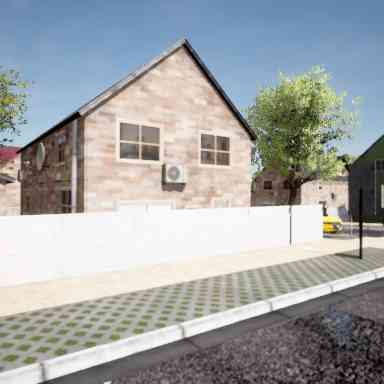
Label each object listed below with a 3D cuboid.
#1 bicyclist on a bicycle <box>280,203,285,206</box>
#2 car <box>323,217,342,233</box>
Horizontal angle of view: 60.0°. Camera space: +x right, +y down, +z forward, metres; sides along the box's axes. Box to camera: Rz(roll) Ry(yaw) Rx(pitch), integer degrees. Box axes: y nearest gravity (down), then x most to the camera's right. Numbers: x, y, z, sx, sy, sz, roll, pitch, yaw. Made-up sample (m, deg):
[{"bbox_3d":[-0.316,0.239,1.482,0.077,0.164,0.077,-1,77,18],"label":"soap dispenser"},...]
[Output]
[{"bbox_3d":[8.542,1.807,31.235,1.656,1.620,0.582,-2,1,-35],"label":"bicyclist on a bicycle"},{"bbox_3d":[7.548,1.935,22.495,1.882,1.535,5.008,0,-3,-35],"label":"car"}]
